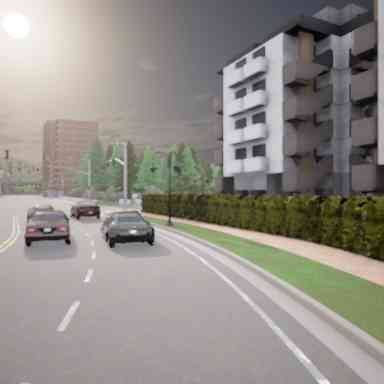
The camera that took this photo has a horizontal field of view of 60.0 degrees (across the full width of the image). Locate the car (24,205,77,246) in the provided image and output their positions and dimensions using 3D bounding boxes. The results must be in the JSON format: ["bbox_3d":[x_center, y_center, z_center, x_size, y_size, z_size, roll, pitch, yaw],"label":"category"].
[{"bbox_3d":[-6.657,1.570,15.601,2.033,1.411,5.357,0,0,-21],"label":"car"}]

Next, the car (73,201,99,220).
[{"bbox_3d":[-9.293,1.516,28.875,1.882,1.535,5.008,0,0,-28],"label":"car"}]

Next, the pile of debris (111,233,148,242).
[{"bbox_3d":[-3.078,2.194,16.236,1.500,0.140,1.860,0,0,-20],"label":"pile of debris"}]

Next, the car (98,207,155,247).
[{"bbox_3d":[-3.052,1.577,15.405,1.994,1.385,4.181,-1,0,-19],"label":"car"}]
